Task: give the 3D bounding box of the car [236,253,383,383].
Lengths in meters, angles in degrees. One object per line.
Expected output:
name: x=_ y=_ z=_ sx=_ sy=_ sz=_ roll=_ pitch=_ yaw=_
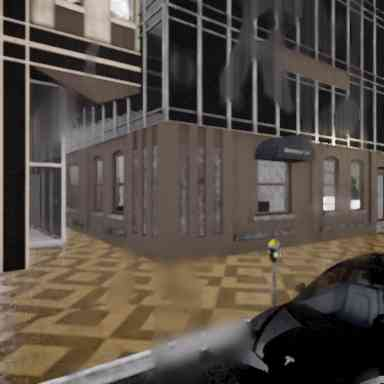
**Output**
car: x=2.510 y=1.564 z=4.220 sx=4.313 sy=1.339 sz=1.947 roll=0 pitch=0 yaw=-35
